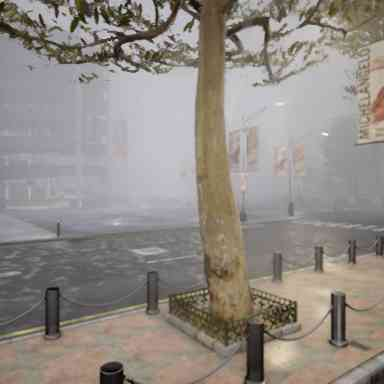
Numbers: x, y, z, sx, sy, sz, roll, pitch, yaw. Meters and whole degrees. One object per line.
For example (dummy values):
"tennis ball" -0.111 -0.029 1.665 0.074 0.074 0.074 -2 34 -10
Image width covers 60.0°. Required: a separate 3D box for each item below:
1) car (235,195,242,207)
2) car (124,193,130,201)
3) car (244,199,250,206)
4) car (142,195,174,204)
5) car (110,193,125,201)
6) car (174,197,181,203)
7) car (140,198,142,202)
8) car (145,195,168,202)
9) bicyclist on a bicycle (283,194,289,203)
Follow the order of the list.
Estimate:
"car" 4.892 1.510 49.344 1.812 1.442 4.674 0 0 -36
"car" -17.858 1.148 81.275 5.566 2.045 2.150 0 0 11
"car" 6.954 1.334 52.466 2.097 1.767 4.553 0 0 -36
"car" -6.607 1.531 63.607 5.357 1.411 2.033 0 0 42
"car" -18.788 1.529 77.901 4.718 1.301 1.895 0 0 11
"car" -4.240 1.546 66.199 4.181 1.385 1.994 0 0 43
"car" -9.508 1.506 74.285 4.674 1.442 1.812 0 0 26
"car" -8.298 1.505 77.587 4.902 1.511 2.128 0 0 26
"bicyclist on a bicycle" 17.614 1.275 62.438 1.656 1.620 0.582 0 0 -36
